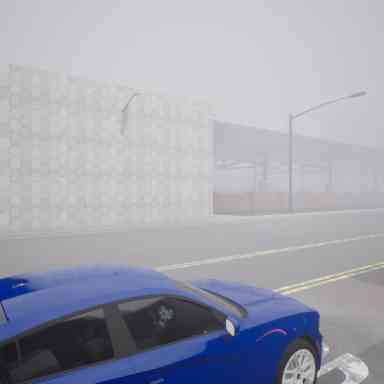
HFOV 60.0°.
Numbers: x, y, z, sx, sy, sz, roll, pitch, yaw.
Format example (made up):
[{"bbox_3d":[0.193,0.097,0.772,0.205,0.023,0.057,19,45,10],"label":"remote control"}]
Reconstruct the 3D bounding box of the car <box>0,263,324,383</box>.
[{"bbox_3d":[-0.743,1.478,3.220,5.008,1.535,1.882,0,0,-36],"label":"car"}]
